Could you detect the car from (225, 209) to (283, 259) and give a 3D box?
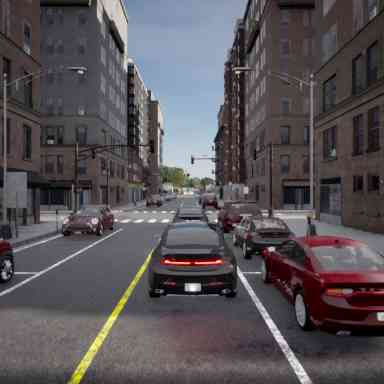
[{"bbox_3d":[2.558,1.550,12.395,2.008,1.369,4.403,0,0,0],"label":"car"}]

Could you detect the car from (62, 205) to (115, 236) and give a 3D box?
[{"bbox_3d":[-5.505,1.439,18.022,1.967,1.590,4.097,0,0,0],"label":"car"}]

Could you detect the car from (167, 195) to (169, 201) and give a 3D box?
[{"bbox_3d":[-5.825,1.544,61.588,2.008,1.369,4.403,0,0,0],"label":"car"}]

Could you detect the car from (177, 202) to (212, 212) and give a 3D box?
[{"bbox_3d":[-0.057,1.504,17.950,1.837,1.490,4.892,0,0,0],"label":"car"}]

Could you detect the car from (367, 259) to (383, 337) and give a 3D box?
[{"bbox_3d":[2.634,1.440,1.031,1.967,1.590,4.097,0,0,0],"label":"car"}]

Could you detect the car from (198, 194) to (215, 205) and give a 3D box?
[{"bbox_3d":[2.401,1.311,45.133,2.192,1.841,5.009,0,0,0],"label":"car"}]

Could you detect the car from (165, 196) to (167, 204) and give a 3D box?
[{"bbox_3d":[-5.790,1.560,56.084,1.947,1.339,4.313,0,0,0],"label":"car"}]

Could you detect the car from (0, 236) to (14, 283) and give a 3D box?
[{"bbox_3d":[-5.429,1.440,6.658,1.967,1.590,4.097,0,0,0],"label":"car"}]

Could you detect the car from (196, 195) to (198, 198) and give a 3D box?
[{"bbox_3d":[2.277,1.309,61.644,2.192,1.841,5.009,0,0,0],"label":"car"}]

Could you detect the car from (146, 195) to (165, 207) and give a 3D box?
[{"bbox_3d":[-5.755,1.310,50.581,2.192,1.841,5.009,0,0,0],"label":"car"}]

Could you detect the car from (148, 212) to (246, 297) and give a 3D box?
[{"bbox_3d":[0.015,1.504,8.534,1.837,1.490,4.892,0,0,0],"label":"car"}]

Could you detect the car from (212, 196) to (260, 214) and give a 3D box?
[{"bbox_3d":[2.519,1.314,18.077,2.192,1.841,5.009,0,0,0],"label":"car"}]

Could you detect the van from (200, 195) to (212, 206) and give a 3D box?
[{"bbox_3d":[2.318,1.336,56.140,1.690,1.788,3.998,0,0,0],"label":"van"}]

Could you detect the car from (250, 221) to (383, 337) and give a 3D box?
[{"bbox_3d":[2.596,1.544,6.713,1.887,1.381,4.507,0,0,0],"label":"car"}]

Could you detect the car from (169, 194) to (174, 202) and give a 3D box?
[{"bbox_3d":[-5.929,1.536,78.099,1.887,1.381,4.507,0,0,0],"label":"car"}]
